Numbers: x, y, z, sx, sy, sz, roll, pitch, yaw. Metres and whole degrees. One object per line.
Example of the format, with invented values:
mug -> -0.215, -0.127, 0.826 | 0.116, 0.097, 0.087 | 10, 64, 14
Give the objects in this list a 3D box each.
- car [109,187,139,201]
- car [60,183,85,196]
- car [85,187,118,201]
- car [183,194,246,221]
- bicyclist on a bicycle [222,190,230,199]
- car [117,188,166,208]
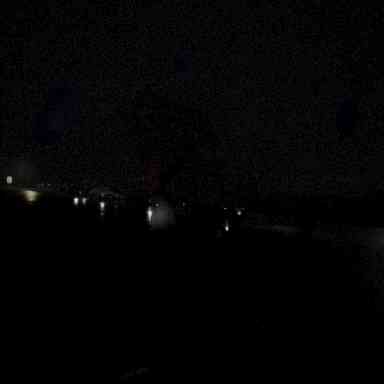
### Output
car -> -8.170, 0.202, 39.672 | 1.994, 1.385, 4.181 | 0, 2, -36
car -> -16.020, -0.204, 45.683 | 2.128, 1.511, 4.902 | 0, 2, -34
car -> -10.013, 0.199, 37.191 | 1.812, 1.442, 4.674 | 0, 2, -35
car -> 1.329, 0.879, 21.318 | 2.128, 1.511, 4.902 | 0, 2, -36
bicyclist on a bicycle -> 2.897, 0.637, 29.416 | 1.656, 1.620, 0.582 | 0, 2, -36
car -> -4.340, 0.573, 29.250 | 2.033, 1.411, 5.357 | 0, 2, -36
